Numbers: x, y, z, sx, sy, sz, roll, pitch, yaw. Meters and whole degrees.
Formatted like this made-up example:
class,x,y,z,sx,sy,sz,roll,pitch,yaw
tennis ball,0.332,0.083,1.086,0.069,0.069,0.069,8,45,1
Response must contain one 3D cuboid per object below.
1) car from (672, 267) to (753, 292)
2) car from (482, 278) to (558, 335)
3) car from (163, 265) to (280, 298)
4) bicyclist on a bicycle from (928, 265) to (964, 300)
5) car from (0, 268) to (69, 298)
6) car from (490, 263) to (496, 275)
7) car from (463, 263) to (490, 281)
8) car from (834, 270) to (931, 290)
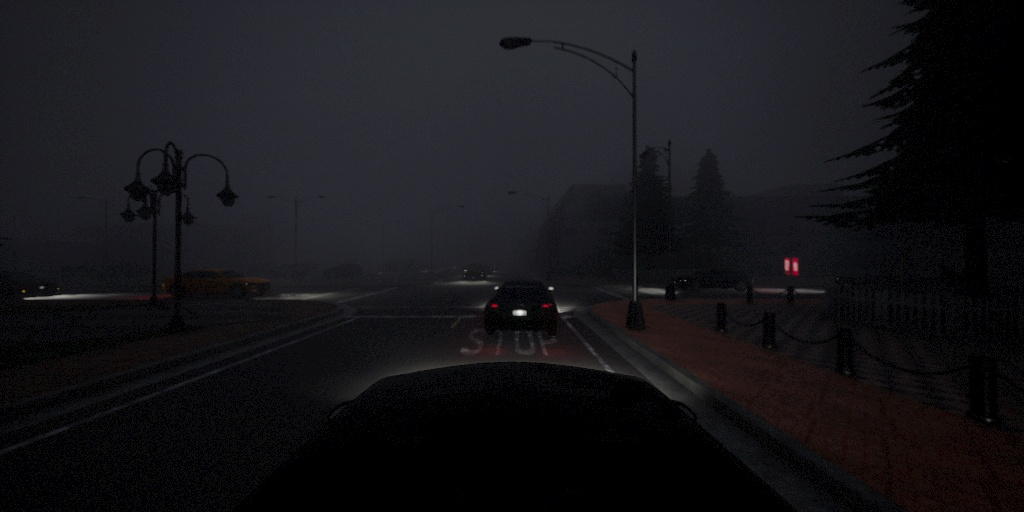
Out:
class,x,y,z,sx,sy,sz,roll,pitch,yaw
car,12.986,1.502,23.382,4.892,1.490,1.837,0,-1,-1
car,0.347,1.413,10.981,1.994,1.385,4.181,0,-1,4
car,-15.806,1.431,19.396,5.008,1.535,1.882,0,-1,-1
bicyclist on a bicycle,19.470,1.219,15.979,0.582,1.620,1.656,0,-1,-1
car,-27.287,1.515,19.279,4.181,1.385,1.994,0,-1,-1
car,-3.612,1.790,47.912,2.033,1.411,5.357,0,-1,0
car,-3.601,1.462,35.515,2.097,1.767,4.553,0,-1,0
car,24.103,1.599,23.497,4.718,1.301,1.895,0,-1,0
